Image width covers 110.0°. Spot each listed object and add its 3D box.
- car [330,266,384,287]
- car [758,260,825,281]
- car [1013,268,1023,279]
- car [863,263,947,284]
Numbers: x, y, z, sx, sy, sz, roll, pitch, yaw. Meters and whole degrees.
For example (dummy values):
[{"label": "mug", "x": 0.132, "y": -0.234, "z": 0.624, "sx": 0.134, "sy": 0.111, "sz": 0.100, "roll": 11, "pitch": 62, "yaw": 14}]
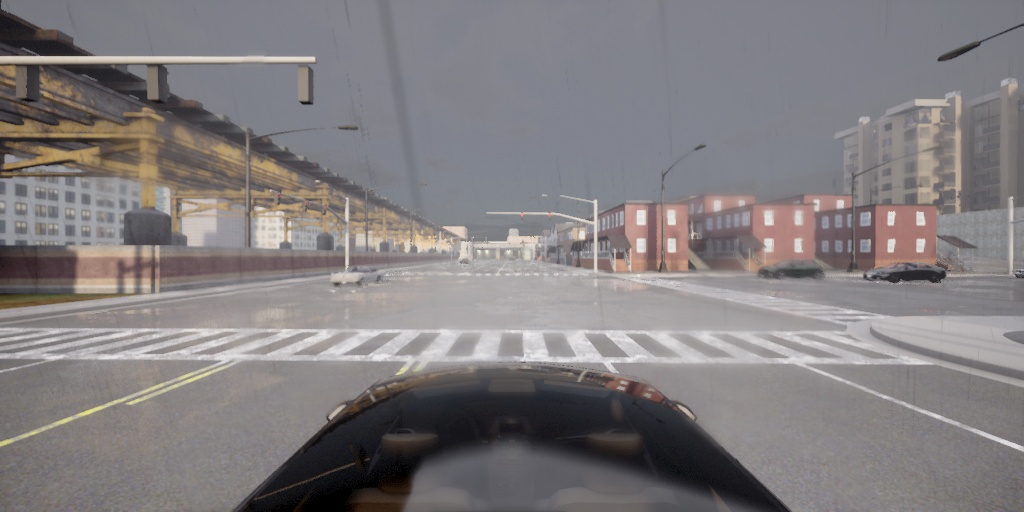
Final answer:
[{"label": "car", "x": -10.502, "y": 1.347, "z": 24.630, "sx": 1.895, "sy": 1.301, "sz": 4.718, "roll": 0, "pitch": 0, "yaw": 0}, {"label": "car", "x": 23.089, "y": 1.085, "z": 29.796, "sx": 4.553, "sy": 1.767, "sz": 2.097, "roll": 0, "pitch": 0, "yaw": 0}, {"label": "car", "x": 44.913, "y": 1.257, "z": 29.744, "sx": 4.674, "sy": 1.442, "sz": 1.812, "roll": 0, "pitch": 0, "yaw": 0}, {"label": "car", "x": 28.700, "y": 1.225, "z": 26.302, "sx": 4.902, "sy": 1.511, "sz": 2.128, "roll": 0, "pitch": 0, "yaw": 0}]
